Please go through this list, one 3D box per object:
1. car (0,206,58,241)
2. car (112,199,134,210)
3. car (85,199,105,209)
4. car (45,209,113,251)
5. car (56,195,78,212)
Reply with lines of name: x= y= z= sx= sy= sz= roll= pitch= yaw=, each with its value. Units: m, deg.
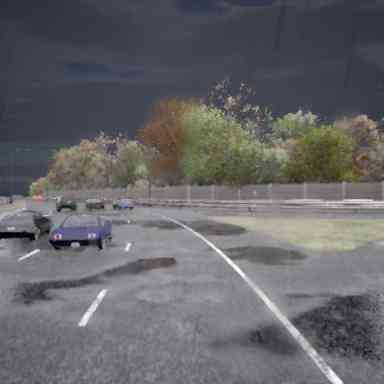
car: x=-8.567 y=1.646 z=17.134 sx=1.994 sy=1.385 sz=4.181 roll=0 pitch=0 yaw=-9
car: x=-9.240 y=1.674 z=44.366 sx=2.033 sy=1.411 sz=5.357 roll=0 pitch=0 yaw=-26
car: x=-12.742 y=1.626 z=43.590 sx=1.882 sy=1.535 sz=5.008 roll=0 pitch=0 yaw=-25
car: x=-4.546 y=1.652 z=14.371 sx=1.895 sy=1.301 sz=4.718 roll=0 pitch=0 yaw=-7
car: x=-15.732 y=1.389 z=41.726 sx=2.150 sy=2.045 sz=5.566 roll=0 pitch=0 yaw=-26
